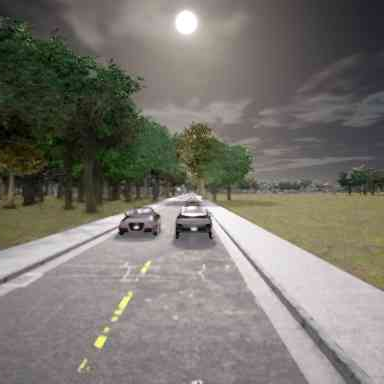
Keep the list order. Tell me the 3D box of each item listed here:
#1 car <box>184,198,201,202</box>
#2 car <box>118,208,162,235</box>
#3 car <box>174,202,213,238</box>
[{"bbox_3d":[0.081,1.512,41.265,1.837,1.490,4.892,0,0,0],"label":"car"},{"bbox_3d":[-2.762,1.571,18.512,1.994,1.385,4.181,0,0,0],"label":"car"},{"bbox_3d":[0.092,1.494,17.795,2.128,1.511,4.902,0,0,0],"label":"car"}]
